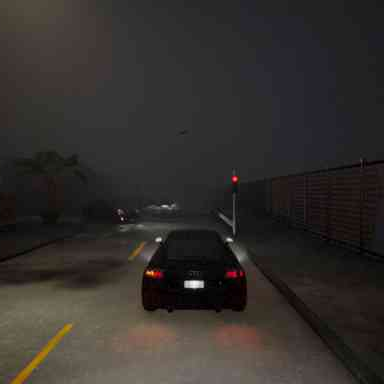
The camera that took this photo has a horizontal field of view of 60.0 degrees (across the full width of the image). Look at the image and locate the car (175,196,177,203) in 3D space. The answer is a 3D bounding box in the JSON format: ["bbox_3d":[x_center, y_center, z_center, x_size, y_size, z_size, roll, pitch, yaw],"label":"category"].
[{"bbox_3d":[-4.179,1.483,61.045,2.128,1.511,4.902,0,0,0],"label":"car"}]

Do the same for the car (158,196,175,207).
[{"bbox_3d":[-4.189,1.471,51.780,1.882,1.535,5.008,0,0,0],"label":"car"}]

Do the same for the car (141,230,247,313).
[{"bbox_3d":[0.049,1.563,7.746,1.994,1.385,4.181,0,0,0],"label":"car"}]

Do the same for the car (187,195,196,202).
[{"bbox_3d":[-0.141,1.514,75.476,1.812,1.442,4.674,0,0,0],"label":"car"}]

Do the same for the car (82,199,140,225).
[{"bbox_3d":[-5.903,1.348,24.208,4.553,1.767,2.097,0,1,35],"label":"car"}]

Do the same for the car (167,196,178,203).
[{"bbox_3d":[-4.134,1.530,71.354,2.033,1.411,5.357,0,0,0],"label":"car"}]

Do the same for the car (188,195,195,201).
[{"bbox_3d":[-0.162,1.513,85.716,1.812,1.442,4.674,0,0,0],"label":"car"}]
